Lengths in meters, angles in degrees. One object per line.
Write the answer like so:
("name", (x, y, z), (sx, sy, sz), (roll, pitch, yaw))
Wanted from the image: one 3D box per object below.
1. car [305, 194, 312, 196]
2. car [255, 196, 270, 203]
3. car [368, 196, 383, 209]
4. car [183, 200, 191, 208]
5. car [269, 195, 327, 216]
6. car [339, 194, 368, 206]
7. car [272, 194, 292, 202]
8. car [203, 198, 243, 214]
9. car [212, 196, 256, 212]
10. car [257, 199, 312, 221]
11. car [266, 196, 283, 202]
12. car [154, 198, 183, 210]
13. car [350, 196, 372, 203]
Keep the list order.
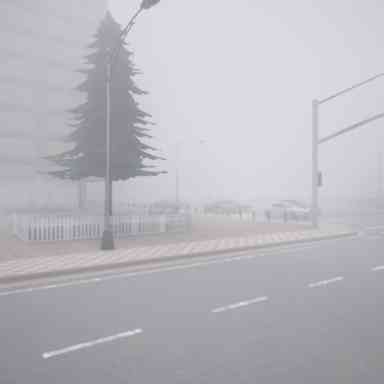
("car", (21.538, 1.667, 62.691), (1.970, 1.475, 3.806), (0, 0, -36))
("car", (17.474, 1.696, 78.338), (1.970, 1.475, 3.806), (0, 0, -36))
("car", (27.081, 1.397, 45.261), (1.932, 1.855, 4.605), (0, 0, -36))
("car", (-2.064, 1.662, 49.625), (1.812, 1.442, 4.674), (0, 0, -35))
("car", (10.246, 1.489, 32.446), (2.097, 1.767, 4.553), (0, 0, -36))
("car", (35.249, 1.510, 72.569), (1.932, 1.855, 4.605), (0, 0, -36))
("car", (21.989, 1.482, 81.615), (1.932, 1.855, 4.605), (0, 0, -36))
("car", (3.141, 1.683, 36.342), (1.994, 1.385, 4.181), (0, 0, -36))
("car", (4.919, 1.614, 39.867), (1.882, 1.535, 5.008), (0, 0, -36))
("car", (8.265, 1.645, 29.241), (1.812, 1.442, 4.674), (0, 0, -34))
("car", (19.832, 1.679, 80.017), (1.784, 1.438, 3.905), (0, 0, -36))
("car", (-3.552, 1.682, 45.672), (1.994, 1.385, 4.181), (0, 0, -36))
("car", (37.644, 1.736, 74.197), (1.784, 1.438, 3.905), (0, 0, -36))
